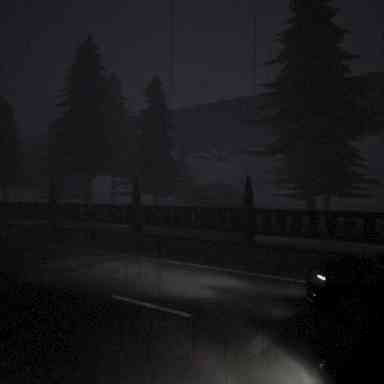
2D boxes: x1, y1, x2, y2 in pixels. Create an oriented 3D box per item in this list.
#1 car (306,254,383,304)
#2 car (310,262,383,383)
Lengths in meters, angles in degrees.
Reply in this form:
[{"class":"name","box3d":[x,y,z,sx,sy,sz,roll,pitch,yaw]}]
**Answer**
[{"class":"car","box3d":[4.353,1.492,5.154,4.902,1.511,2.128,0,0,35]},{"class":"car","box3d":[3.484,1.551,1.499,5.357,1.411,2.033,0,0,35]}]
